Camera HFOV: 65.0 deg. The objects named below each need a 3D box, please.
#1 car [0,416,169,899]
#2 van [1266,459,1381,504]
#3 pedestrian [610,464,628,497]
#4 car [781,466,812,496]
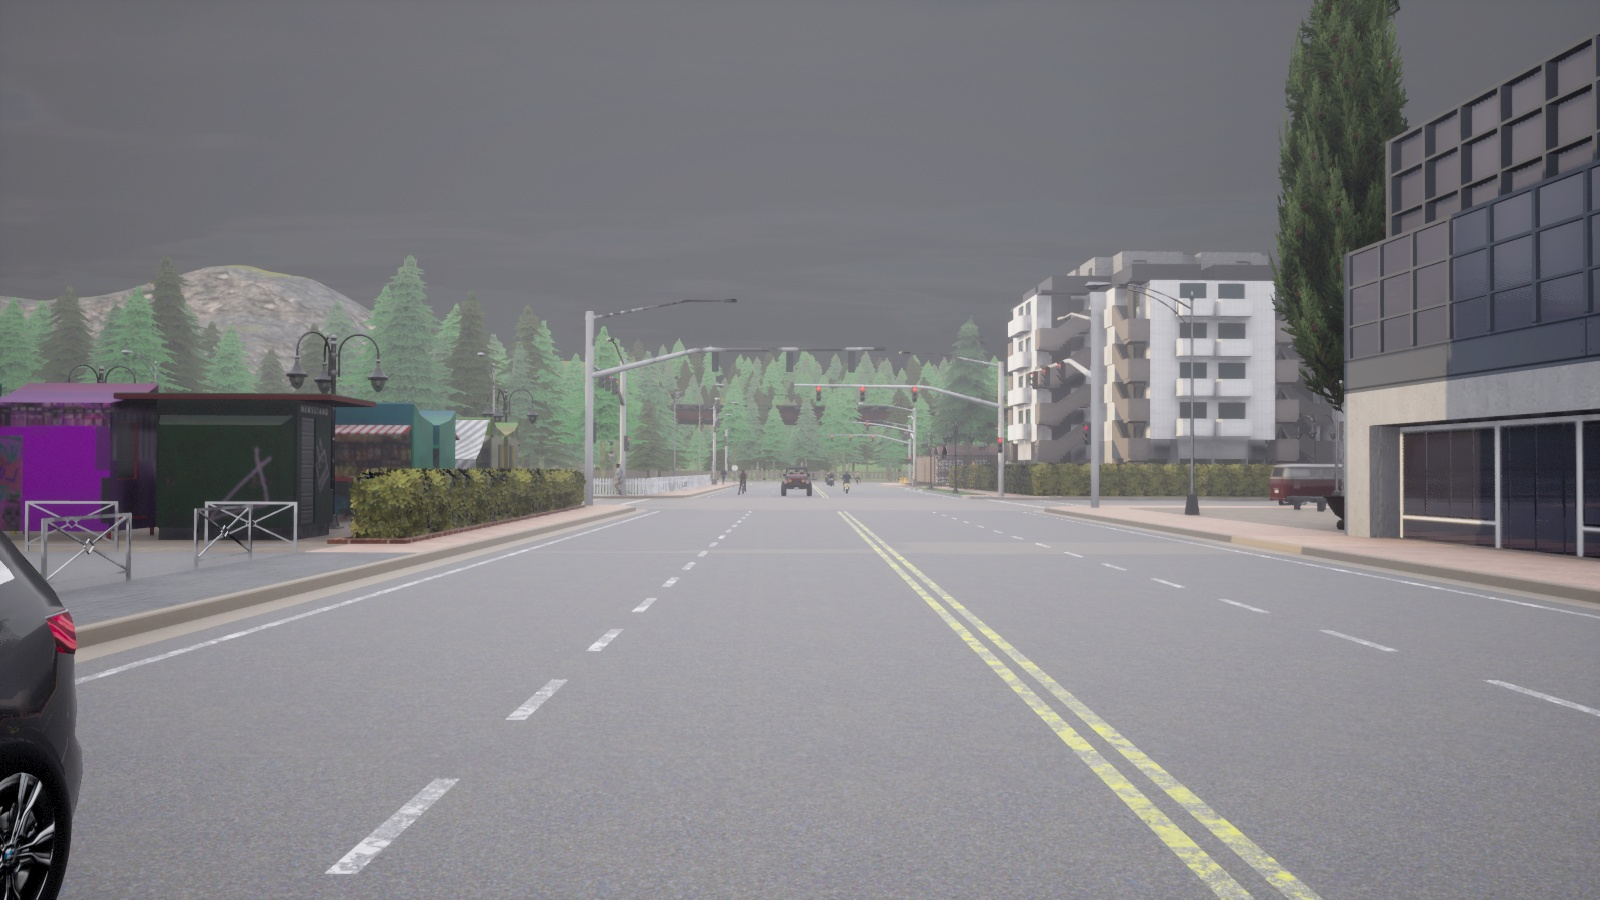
[{"bbox_3d":[-3.507,0.714,2.453,2.242,1.667,4.611,0,-1,0],"label":"car"},{"bbox_3d":[23.552,1.420,56.550,4.442,1.987,1.775,0,-1,-3],"label":"van"},{"bbox_3d":[-10.099,1.688,70.099,0.900,1.855,0.874,0,-1,-4],"label":"pedestrian"},{"bbox_3d":[-0.200,1.930,78.718,1.905,1.878,3.866,0,-1,0],"label":"car"}]
